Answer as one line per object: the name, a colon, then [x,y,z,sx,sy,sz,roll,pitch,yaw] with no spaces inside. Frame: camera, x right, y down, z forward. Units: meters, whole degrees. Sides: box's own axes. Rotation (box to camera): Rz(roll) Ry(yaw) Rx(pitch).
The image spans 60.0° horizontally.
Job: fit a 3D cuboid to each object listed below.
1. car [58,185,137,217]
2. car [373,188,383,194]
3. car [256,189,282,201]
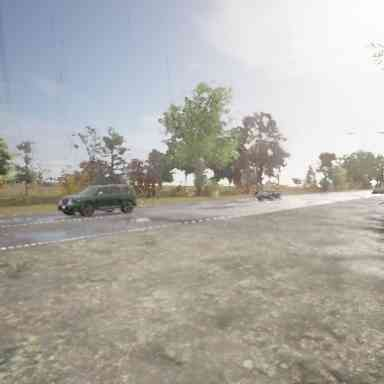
car: [-6.264,0.536,22.820,2.150,2.045,5.566,0,1,38]
car: [40.364,-0.261,71.859,2.033,1.411,5.357,0,1,38]
car: [10.200,0.373,43.847,1.837,1.490,4.892,0,0,38]
